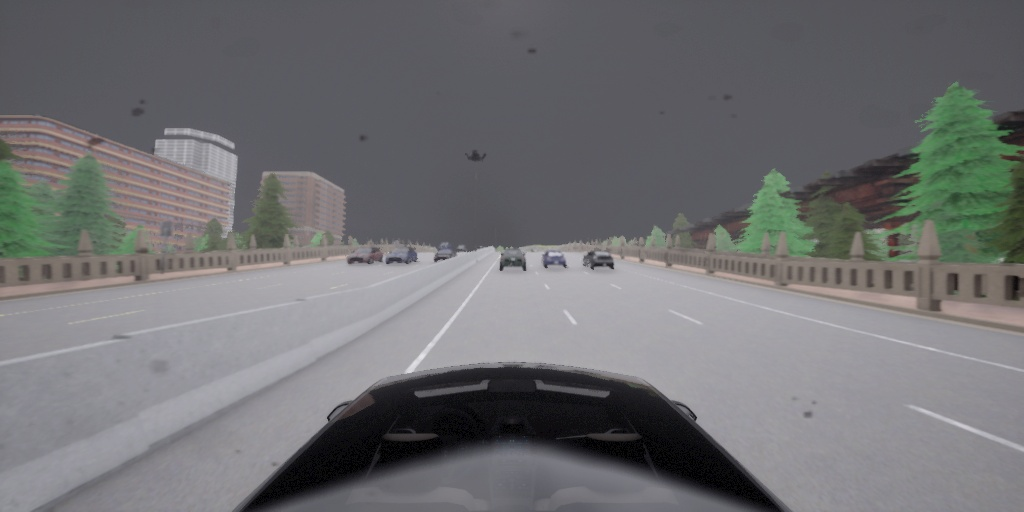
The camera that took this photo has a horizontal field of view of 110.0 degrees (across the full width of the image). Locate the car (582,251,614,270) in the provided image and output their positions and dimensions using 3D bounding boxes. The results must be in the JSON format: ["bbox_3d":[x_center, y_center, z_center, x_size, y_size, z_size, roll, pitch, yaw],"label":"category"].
[{"bbox_3d":[7.087,0.287,29.760,1.837,1.490,4.892,0,3,0],"label":"car"}]

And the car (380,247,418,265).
[{"bbox_3d":[-10.577,-0.093,34.611,2.097,1.767,4.553,0,3,0],"label":"car"}]

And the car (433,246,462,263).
[{"bbox_3d":[-7.071,-0.074,38.605,2.033,1.411,5.357,0,3,0],"label":"car"}]

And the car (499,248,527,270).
[{"bbox_3d":[0.085,0.145,29.362,2.097,1.767,4.553,0,2,0],"label":"car"}]

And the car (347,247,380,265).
[{"bbox_3d":[-14.077,-0.095,34.613,2.097,1.767,4.553,0,3,0],"label":"car"}]

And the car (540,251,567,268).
[{"bbox_3d":[3.594,0.239,31.204,1.812,1.442,4.674,0,3,0],"label":"car"}]
